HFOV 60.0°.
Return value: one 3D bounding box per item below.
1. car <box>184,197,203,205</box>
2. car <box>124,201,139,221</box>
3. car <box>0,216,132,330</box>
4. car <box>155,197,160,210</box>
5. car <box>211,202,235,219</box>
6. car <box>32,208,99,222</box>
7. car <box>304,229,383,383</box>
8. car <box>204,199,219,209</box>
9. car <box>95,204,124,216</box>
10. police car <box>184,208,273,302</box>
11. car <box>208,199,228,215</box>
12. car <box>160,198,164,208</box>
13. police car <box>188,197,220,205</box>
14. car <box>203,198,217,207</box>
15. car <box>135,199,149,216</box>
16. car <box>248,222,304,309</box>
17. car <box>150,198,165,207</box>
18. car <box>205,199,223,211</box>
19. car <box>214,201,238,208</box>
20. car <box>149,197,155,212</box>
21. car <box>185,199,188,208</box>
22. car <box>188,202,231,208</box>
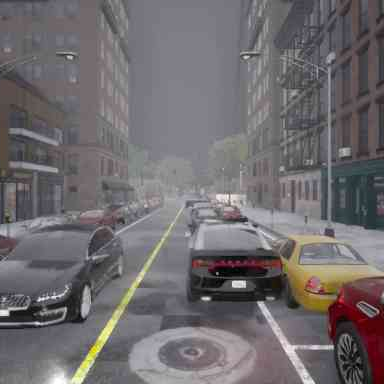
[{"bbox_3d":[0.361,1.590,59.775,1.994,1.385,4.181,0,0,23],"label":"car"},{"bbox_3d":[-5.362,1.567,24.063,1.947,1.339,4.313,0,0,0],"label":"car"},{"bbox_3d":[-2.740,1.505,7.250,1.837,1.490,4.892,0,0,0],"label":"car"},{"bbox_3d":[-5.347,1.535,40.449,1.752,1.417,4.829,0,0,0],"label":"car"},{"bbox_3d":[2.668,1.584,29.577,1.802,1.307,4.206,0,0,0],"label":"car"},{"bbox_3d":[-5.373,1.551,13.025,2.008,1.369,4.403,0,0,0],"label":"car"},{"bbox_3d":[2.641,1.315,1.986,2.192,1.841,5.009,0,0,0],"label":"car"},{"bbox_3d":[2.684,1.596,46.132,1.802,1.307,4.206,0,0,0],"label":"car"},{"bbox_3d":[-5.368,1.545,18.544,1.887,1.381,4.507,0,0,0],"label":"car"},{"bbox_3d":[0.834,1.425,8.465,1.930,1.638,5.238,0,0,0],"label":"police car"},{"bbox_3d":[2.673,1.531,35.266,1.752,1.417,4.829,0,0,0],"label":"car"},{"bbox_3d":[-5.341,1.454,46.138,1.967,1.590,4.097,0,0,0],"label":"car"},{"bbox_3d":[0.850,1.426,24.465,1.930,1.638,5.238,0,0,0],"label":"police car"},{"bbox_3d":[2.689,1.585,51.650,1.947,1.339,4.313,0,0,0],"label":"car"},{"bbox_3d":[-5.357,1.553,29.581,2.008,1.369,4.403,0,0,0],"label":"car"},{"bbox_3d":[2.642,1.525,7.672,1.752,1.417,4.829,0,0,0],"label":"car"},{"bbox_3d":[-5.336,1.601,51.657,1.802,1.307,4.206,0,0,0],"label":"car"},{"bbox_3d":[2.678,1.554,40.614,1.887,1.381,4.507,0,0,0],"label":"car"},{"bbox_3d":[2.663,1.583,24.059,1.802,1.307,4.206,0,0,0],"label":"car"},{"bbox_3d":[-5.352,1.446,35.100,1.967,1.590,4.097,0,0,0],"label":"car"},{"bbox_3d":[0.072,1.493,47.125,1.882,1.535,5.008,0,0,1],"label":"car"},{"bbox_3d":[0.844,1.526,18.355,1.812,1.442,4.674,0,0,0],"label":"car"}]
